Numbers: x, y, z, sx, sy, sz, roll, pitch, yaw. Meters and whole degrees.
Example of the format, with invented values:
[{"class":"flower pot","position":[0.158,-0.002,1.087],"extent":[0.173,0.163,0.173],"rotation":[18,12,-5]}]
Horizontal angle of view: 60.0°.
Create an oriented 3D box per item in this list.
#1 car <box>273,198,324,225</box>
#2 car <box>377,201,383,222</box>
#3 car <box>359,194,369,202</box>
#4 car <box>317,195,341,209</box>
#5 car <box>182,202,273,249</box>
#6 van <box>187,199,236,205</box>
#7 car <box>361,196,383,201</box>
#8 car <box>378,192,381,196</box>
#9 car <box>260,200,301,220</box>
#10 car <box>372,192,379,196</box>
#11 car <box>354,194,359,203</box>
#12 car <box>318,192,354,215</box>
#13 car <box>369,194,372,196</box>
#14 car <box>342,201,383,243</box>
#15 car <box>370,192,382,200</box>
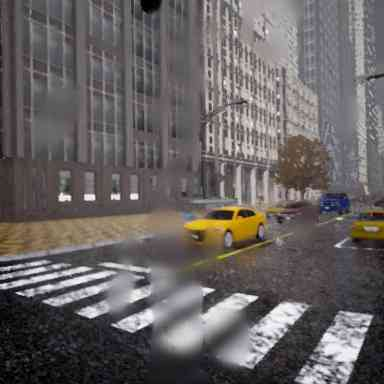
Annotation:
[{"class":"car","position":[7.349,1.386,22.789],"extent":[1.812,1.442,4.674],"rotation":[-2,-1,35]},{"class":"car","position":[14.127,1.300,23.048],"extent":[1.802,1.307,4.206],"rotation":[-1,0,35]},{"class":"car","position":[29.834,1.161,59.704],"extent":[1.967,1.590,4.097],"rotation":[-1,0,35]},{"class":"car","position":[17.062,1.258,41.331],"extent":[1.967,1.590,4.097],"rotation":[-1,0,35]},{"class":"car","position":[1.536,1.391,14.430],"extent":[1.882,1.535,5.008],"rotation":[-2,-1,35]},{"class":"van","position":[1.096,1.297,18.366],"extent":[1.690,1.788,3.998],"rotation":[-1,0,35]},{"class":"car","position":[10.938,1.187,18.463],"extent":[1.967,1.590,4.097],"rotation":[-1,0,35]},{"class":"car","position":[28.662,1.117,48.283],"extent":[1.882,1.535,5.008],"rotation":[-2,-1,35]},{"class":"car","position":[7.388,1.425,27.411],"extent":[1.752,1.417,4.829],"rotation":[-1,0,35]},{"class":"car","position":[39.416,1.198,73.482],"extent":[1.887,1.381,4.507],"rotation":[-1,0,35]},{"class":"car","position":[23.450,1.319,50.517],"extent":[2.008,1.369,4.403],"rotation":[-1,0,35]},{"class":"car","position":[13.416,1.029,31.521],"extent":[2.150,2.045,5.566],"rotation":[-2,-1,34]},{"class":"car","position":[33.029,1.242,64.297],"extent":[1.887,1.381,4.507],"rotation":[-1,0,35]},{"class":"car","position":[7.848,1.300,14.017],"extent":[1.752,1.417,4.829],"rotation":[-1,0,35]},{"class":"car","position":[45.798,0.926,82.670],"extent":[2.192,1.841,5.009],"rotation":[-1,-1,35]}]
